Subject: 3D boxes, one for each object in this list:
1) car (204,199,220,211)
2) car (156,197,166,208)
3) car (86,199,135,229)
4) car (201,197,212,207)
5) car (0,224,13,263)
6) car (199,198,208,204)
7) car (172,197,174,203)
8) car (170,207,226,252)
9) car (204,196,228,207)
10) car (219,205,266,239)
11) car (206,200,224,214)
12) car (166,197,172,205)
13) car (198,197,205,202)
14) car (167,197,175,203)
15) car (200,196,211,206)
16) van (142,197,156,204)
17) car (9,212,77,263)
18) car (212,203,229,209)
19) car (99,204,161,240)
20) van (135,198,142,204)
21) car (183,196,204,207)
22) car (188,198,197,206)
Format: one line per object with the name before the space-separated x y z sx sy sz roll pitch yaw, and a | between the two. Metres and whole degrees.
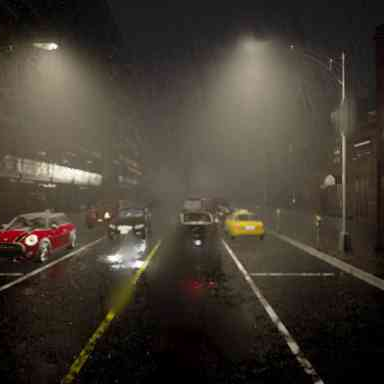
car | 2.681 1.720 45.224 1.967 1.590 4.097 0 0 0
car | -5.701 1.633 50.762 2.192 1.841 5.009 0 0 0
car | -5.694 1.450 23.066 2.192 1.841 5.009 0 0 0
car | 2.677 1.837 61.842 1.967 1.590 4.097 0 0 0
car | -5.690 1.582 6.448 1.887 1.381 4.507 0 0 0
car | 2.671 2.101 78.457 1.802 1.307 4.206 0 0 0
car | -5.707 2.027 72.917 2.008 1.369 4.403 0 0 0
car | 0.142 1.587 14.391 1.837 1.490 4.892 0 -1 -2
car | 2.684 1.520 34.147 2.192 1.841 5.009 0 0 0
car | 2.688 1.628 17.698 1.752 1.417 4.829 0 0 0
car | 2.682 1.768 39.854 1.752 1.417 4.829 0 0 0
car | -5.706 2.001 67.379 1.947 1.339 4.313 0 0 0
car | 2.667 2.223 95.074 1.947 1.339 4.313 0 0 0
car | -5.713 2.051 89.534 1.967 1.590 4.097 0 0 0
car | 2.675 1.751 67.384 2.192 1.841 5.009 0 0 0
van | -5.698 1.583 39.683 1.690 1.788 3.998 0 0 0
car | -5.691 1.509 11.986 1.967 1.590 4.097 0 0 0
car | 2.686 1.686 23.067 2.008 1.369 4.403 0 0 0
car | -3.104 1.594 17.728 2.128 1.511 4.902 0 0 0
van | -5.695 1.510 28.606 1.690 1.788 3.998 0 0 0
car | 0.092 1.475 41.121 2.150 2.045 5.566 0 0 0
car | 0.085 1.930 62.958 1.812 1.442 4.674 0 -1 0
